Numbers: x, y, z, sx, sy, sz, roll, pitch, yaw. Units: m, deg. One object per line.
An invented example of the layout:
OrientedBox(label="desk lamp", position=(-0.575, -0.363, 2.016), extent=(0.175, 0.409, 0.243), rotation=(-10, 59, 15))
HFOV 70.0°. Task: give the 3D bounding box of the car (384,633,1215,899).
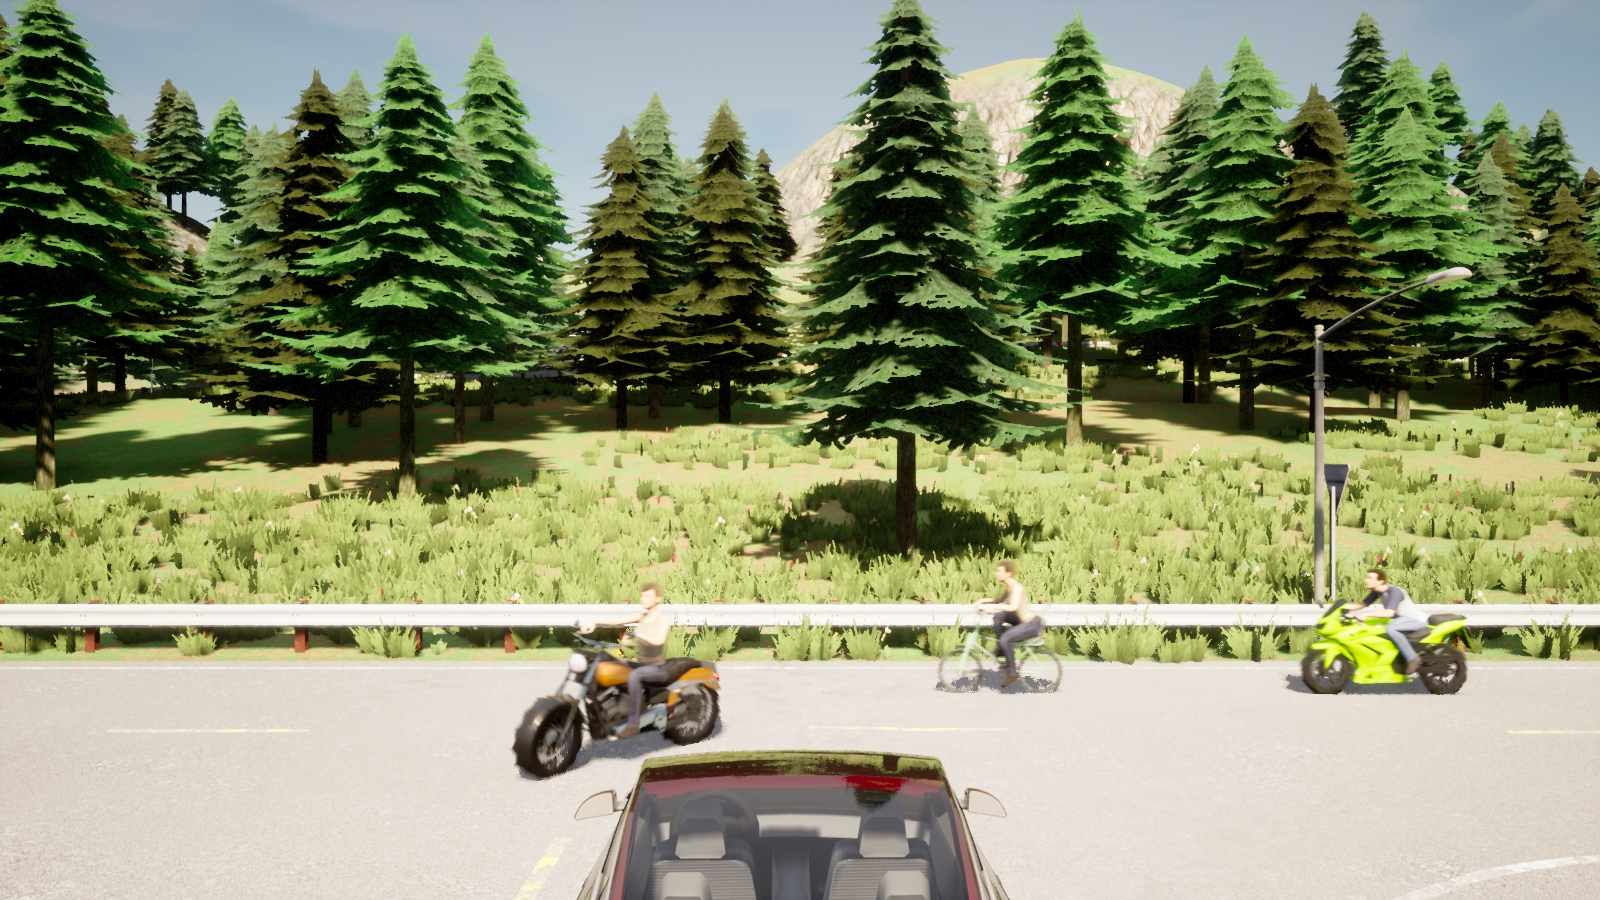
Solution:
OrientedBox(label="car", position=(-0.034, 1.936, 5.154), extent=(2.163, 1.488, 4.792), rotation=(0, -1, -1))

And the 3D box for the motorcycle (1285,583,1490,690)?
OrientedBox(label="motorcycle", position=(6.982, 2.213, 13.642), extent=(2.033, 1.145, 0.803), rotation=(0, 0, 0))
